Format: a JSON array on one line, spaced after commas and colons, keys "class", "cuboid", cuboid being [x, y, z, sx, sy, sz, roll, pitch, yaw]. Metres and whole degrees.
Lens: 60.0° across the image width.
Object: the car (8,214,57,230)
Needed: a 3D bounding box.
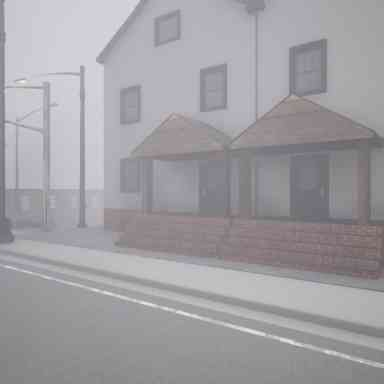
[{"class": "car", "cuboid": [-14.101, 2.655, 29.350, 1.994, 1.385, 4.181, 0, -9, 36]}]
